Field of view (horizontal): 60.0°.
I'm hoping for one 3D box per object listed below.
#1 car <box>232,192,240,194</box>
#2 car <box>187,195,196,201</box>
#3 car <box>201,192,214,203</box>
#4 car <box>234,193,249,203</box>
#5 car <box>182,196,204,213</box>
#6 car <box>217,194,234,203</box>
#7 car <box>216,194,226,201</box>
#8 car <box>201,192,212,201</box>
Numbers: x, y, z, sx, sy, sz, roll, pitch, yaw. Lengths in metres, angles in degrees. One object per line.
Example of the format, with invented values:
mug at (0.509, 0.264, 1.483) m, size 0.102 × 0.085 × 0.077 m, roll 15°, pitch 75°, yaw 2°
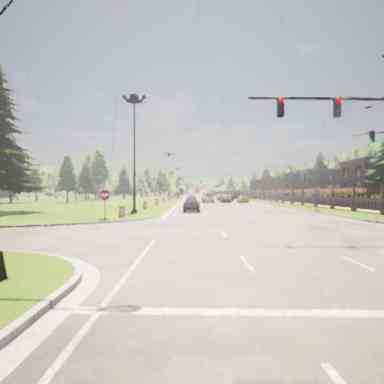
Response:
car at (10.381, 1.089, 78.757) m, size 2.150 × 2.045 × 5.566 m, roll 0°, pitch 0°, yaw 0°
car at (-0.119, 1.404, 78.711) m, size 2.033 × 1.411 × 5.357 m, roll 0°, pitch 0°, yaw 0°
car at (3.397, 1.249, 68.326) m, size 2.150 × 2.045 × 5.566 m, roll 0°, pitch 0°, yaw 0°
car at (10.397, 1.505, 68.307) m, size 1.882 × 1.535 × 5.008 m, roll 0°, pitch 0°, yaw 0°
car at (-0.057, 1.507, 37.678) m, size 2.128 × 1.511 × 4.902 m, roll 0°, pitch 0°, yaw 0°
car at (6.897, 1.592, 68.718) m, size 1.994 × 1.385 × 4.181 m, roll 0°, pitch 0°, yaw 0°
car at (6.881, 1.342, 78.721) m, size 1.882 × 1.535 × 5.008 m, roll 0°, pitch 0°, yaw 0°
car at (3.381, 1.089, 78.746) m, size 2.150 × 2.045 × 5.566 m, roll 0°, pitch 0°, yaw 0°
